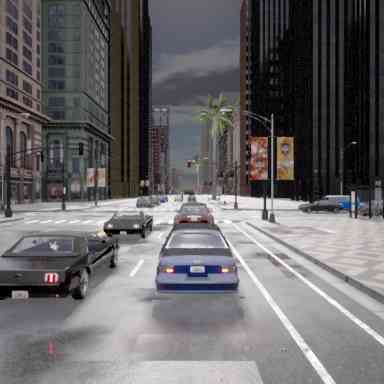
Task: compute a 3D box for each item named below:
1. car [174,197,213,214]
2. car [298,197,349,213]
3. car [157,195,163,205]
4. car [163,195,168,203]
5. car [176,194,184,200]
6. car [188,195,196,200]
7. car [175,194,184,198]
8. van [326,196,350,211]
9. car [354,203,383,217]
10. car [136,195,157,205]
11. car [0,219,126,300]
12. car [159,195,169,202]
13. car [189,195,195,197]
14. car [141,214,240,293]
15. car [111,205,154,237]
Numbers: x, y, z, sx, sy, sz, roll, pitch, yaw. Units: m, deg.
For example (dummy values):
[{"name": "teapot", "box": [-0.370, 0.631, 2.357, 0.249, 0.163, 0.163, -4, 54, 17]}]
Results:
[{"name": "car", "box": [0.115, 1.351, 18.406, 2.097, 1.767, 4.553, 0, 0, 0]}, {"name": "car", "box": [13.729, 1.508, 35.471, 4.674, 1.442, 1.812, 0, 0, 2]}, {"name": "car", "box": [-6.593, 1.506, 57.754, 1.837, 1.490, 4.892, 0, 0, 0]}, {"name": "car", "box": [-6.530, 1.478, 67.548, 1.882, 1.535, 5.008, 0, 0, 0]}, {"name": "car", "box": [-3.274, 1.312, 90.405, 1.882, 1.535, 5.008, 0, 0, 0]}, {"name": "car", "box": [-0.024, 1.542, 91.476, 2.033, 1.411, 5.357, 0, 0, 0]}, {"name": "car", "box": [-3.271, 1.518, 80.402, 1.812, 1.442, 4.674, 0, 0, 0]}, {"name": "van", "box": [17.057, 1.313, 38.137, 3.998, 1.788, 1.690, 0, 0, 0]}, {"name": "car", "box": [17.064, 1.547, 29.613, 4.403, 1.369, 2.008, 0, 0, 0]}, {"name": "car", "box": [-6.605, 1.351, 46.865, 2.097, 1.767, 4.553, 0, 0, 0]}, {"name": "car", "box": [-3.151, 1.600, 8.335, 1.895, 1.301, 4.718, 0, 0, 0]}, {"name": "car", "box": [-6.520, 1.526, 77.713, 1.812, 1.442, 4.674, 0, 0, 0]}, {"name": "car", "box": [-0.018, 1.526, 75.229, 1.812, 1.442, 4.674, 0, 0, 0]}, {"name": "car", "box": [0.100, 1.547, 8.963, 2.033, 1.411, 5.357, 0, 0, 0]}, {"name": "car", "box": [-3.159, 1.600, 17.503, 1.895, 1.301, 4.718, 0, 0, 0]}]
